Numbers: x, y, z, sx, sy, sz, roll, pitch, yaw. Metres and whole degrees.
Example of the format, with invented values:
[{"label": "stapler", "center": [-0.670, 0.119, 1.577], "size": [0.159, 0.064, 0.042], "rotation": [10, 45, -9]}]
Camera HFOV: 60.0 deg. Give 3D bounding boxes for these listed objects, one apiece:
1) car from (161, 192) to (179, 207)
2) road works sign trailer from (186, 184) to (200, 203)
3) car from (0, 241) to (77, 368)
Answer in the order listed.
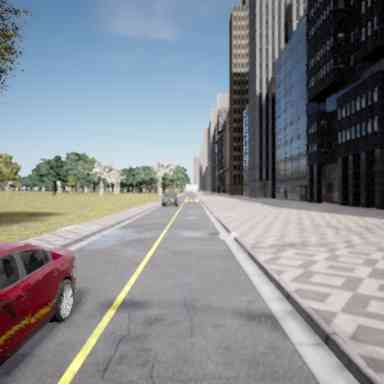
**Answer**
[{"label": "car", "center": [-3.081, 1.078, 47.386], "size": [2.150, 2.045, 5.566], "rotation": [0, 0, 0]}, {"label": "road works sign trailer", "center": [-0.010, 0.268, 62.232], "size": [2.380, 3.560, 2.880], "rotation": [0, 0, 0]}, {"label": "car", "center": [-3.100, 1.466, 4.309], "size": [1.882, 1.535, 5.008], "rotation": [0, 0, 0]}]
